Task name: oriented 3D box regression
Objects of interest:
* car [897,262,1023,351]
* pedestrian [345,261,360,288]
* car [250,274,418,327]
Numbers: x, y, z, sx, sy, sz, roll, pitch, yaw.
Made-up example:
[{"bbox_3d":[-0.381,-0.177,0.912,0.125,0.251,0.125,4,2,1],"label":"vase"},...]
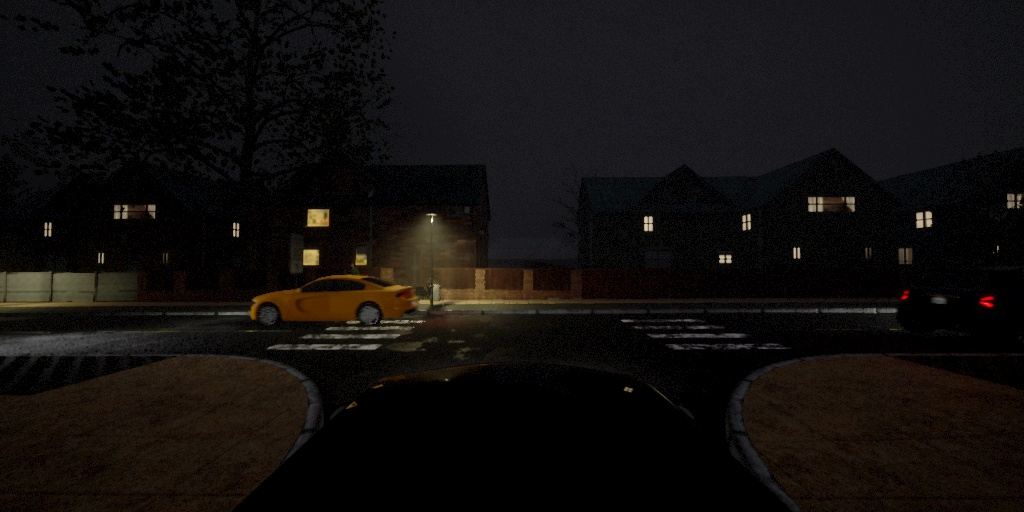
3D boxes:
[{"bbox_3d":[11.765,1.008,8.036,4.553,1.767,2.097,0,-1,2],"label":"car"},{"bbox_3d":[-6.455,1.113,14.464,0.375,1.860,0.375,0,-1,2],"label":"pedestrian"},{"bbox_3d":[-5.598,1.365,11.517,5.008,1.535,1.882,-1,-1,2],"label":"car"}]
